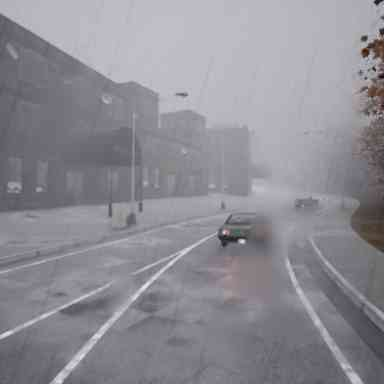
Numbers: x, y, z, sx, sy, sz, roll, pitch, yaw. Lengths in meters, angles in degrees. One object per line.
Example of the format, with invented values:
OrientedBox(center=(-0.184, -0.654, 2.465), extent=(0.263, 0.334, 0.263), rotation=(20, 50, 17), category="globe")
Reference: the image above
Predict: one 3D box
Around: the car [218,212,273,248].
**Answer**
OrientedBox(center=(2.463, 1.508, 14.373), extent=(1.895, 1.301, 4.718), rotation=(0, 1, 16), category="car")

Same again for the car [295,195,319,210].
OrientedBox(center=(12.244, 1.087, 35.429), extent=(1.837, 1.490, 4.892), rotation=(0, 1, 29), category="car")
